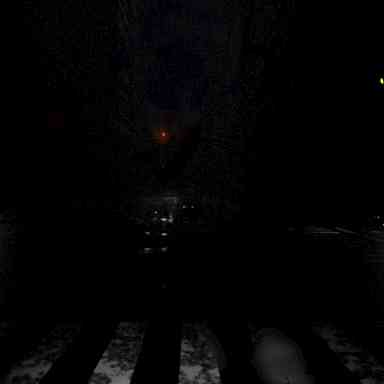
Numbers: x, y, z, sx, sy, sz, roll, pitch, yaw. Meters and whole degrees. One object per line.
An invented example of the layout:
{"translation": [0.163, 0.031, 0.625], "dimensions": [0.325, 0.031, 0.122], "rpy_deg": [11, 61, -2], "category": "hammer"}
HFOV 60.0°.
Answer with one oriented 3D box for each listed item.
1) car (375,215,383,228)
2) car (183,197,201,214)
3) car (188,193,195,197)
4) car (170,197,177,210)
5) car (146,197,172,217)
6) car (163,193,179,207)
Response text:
{"translation": [13.496, 1.652, 19.561], "dimensions": [4.718, 1.301, 1.895], "rpy_deg": [0, 1, 0], "category": "car"}
{"translation": [0.006, 1.539, 35.862], "dimensions": [2.033, 1.411, 5.357], "rpy_deg": [0, 0, -1], "category": "car"}
{"translation": [-0.095, 1.480, 64.007], "dimensions": [2.128, 1.511, 4.902], "rpy_deg": [0, 0, 0], "category": "car"}
{"translation": [-3.243, 1.591, 41.524], "dimensions": [1.895, 1.301, 4.718], "rpy_deg": [0, 0, 0], "category": "car"}
{"translation": [-3.206, 1.518, 31.564], "dimensions": [1.812, 1.442, 4.674], "rpy_deg": [0, 0, -1], "category": "car"}
{"translation": [-3.262, 1.210, 52.114], "dimensions": [2.150, 2.045, 5.566], "rpy_deg": [0, 0, 0], "category": "car"}
